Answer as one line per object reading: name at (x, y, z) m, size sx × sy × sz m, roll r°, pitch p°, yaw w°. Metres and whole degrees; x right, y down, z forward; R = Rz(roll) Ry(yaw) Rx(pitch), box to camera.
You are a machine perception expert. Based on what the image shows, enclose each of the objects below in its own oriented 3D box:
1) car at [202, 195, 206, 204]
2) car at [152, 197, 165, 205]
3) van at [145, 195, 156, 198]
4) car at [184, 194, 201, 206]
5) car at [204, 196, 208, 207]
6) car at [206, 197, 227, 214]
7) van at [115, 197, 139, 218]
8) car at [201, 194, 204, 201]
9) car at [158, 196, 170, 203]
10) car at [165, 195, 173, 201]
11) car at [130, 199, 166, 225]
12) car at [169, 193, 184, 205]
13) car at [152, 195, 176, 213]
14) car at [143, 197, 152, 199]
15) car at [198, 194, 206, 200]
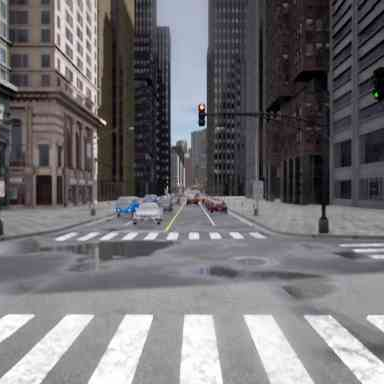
car at (2.774, 1.529, 46.690) m, size 1.887 × 1.381 × 4.507 m, roll 0°, pitch 0°, yaw 0°
car at (-5.775, 1.567, 57.758) m, size 1.802 × 1.307 × 4.206 m, roll 0°, pitch 0°, yaw 0°
van at (-5.777, 1.325, 46.707) m, size 1.690 × 1.788 × 3.998 m, roll 0°, pitch 0°, yaw 0°
car at (0.051, 1.463, 54.974) m, size 1.882 × 1.535 × 5.008 m, roll 0°, pitch 0°, yaw 0°
car at (2.775, 1.529, 41.165) m, size 1.887 × 1.381 × 4.507 m, roll 0°, pitch 0°, yaw 0°
car at (2.777, 1.529, 35.640) m, size 1.887 × 1.381 × 4.507 m, roll 0°, pitch 0°, yaw 0°
van at (-5.780, 1.326, 30.133) m, size 1.690 × 1.788 × 3.998 m, roll 0°, pitch 0°, yaw 0°
car at (2.773, 1.510, 52.385) m, size 1.752 × 1.417 × 4.829 m, roll 0°, pitch 0°, yaw 0°
car at (-5.773, 1.537, 68.807) m, size 2.008 × 1.369 × 4.403 m, roll 0°, pitch 0°, yaw 0°
car at (-5.770, 1.513, 85.212) m, size 1.752 × 1.417 × 4.829 m, roll 0°, pitch 0°, yaw 0°
car at (-3.102, 1.513, 24.198) m, size 1.812 × 1.442 × 4.674 m, roll 0°, pitch 0°, yaw -2°
car at (-3.006, 1.478, 58.480) m, size 2.128 × 1.511 × 4.902 m, roll 0°, pitch 0°, yaw 0°
car at (-3.098, 1.483, 37.537) m, size 1.837 × 1.490 × 4.892 m, roll 0°, pitch 2°, yaw 0°
car at (-5.778, 1.529, 35.658) m, size 1.887 × 1.381 × 4.507 m, roll 0°, pitch 0°, yaw 0°
car at (2.764, 1.429, 90.894) m, size 1.967 × 1.590 × 4.097 m, roll 0°, pitch 0°, yaw 0°
